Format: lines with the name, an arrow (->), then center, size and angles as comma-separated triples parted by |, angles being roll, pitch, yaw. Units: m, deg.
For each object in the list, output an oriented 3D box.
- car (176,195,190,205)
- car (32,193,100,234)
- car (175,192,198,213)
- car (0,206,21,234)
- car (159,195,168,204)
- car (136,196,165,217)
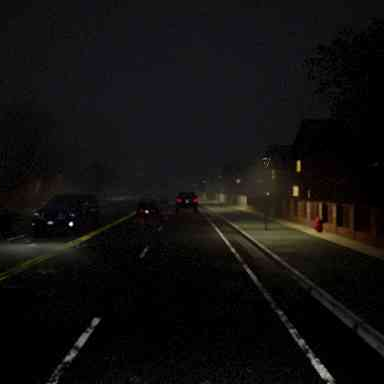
car -> -1.470, 1.210, 52.593 | 1.994, 1.385, 4.181 | 0, 0, -3
car -> -6.744, 1.104, 18.539 | 2.150, 2.045, 5.566 | 0, 0, -1
car -> -0.562, 0.991, 33.897 | 2.150, 2.045, 5.566 | 0, 0, -2
car -> -9.966, 1.396, 15.630 | 2.128, 1.511, 4.902 | 0, 0, -1
car -> -4.725, 1.198, 52.865 | 2.033, 1.411, 5.357 | 0, 0, -3
car -> -3.636, 1.314, 28.610 | 1.837, 1.490, 4.892 | 0, 0, -2
